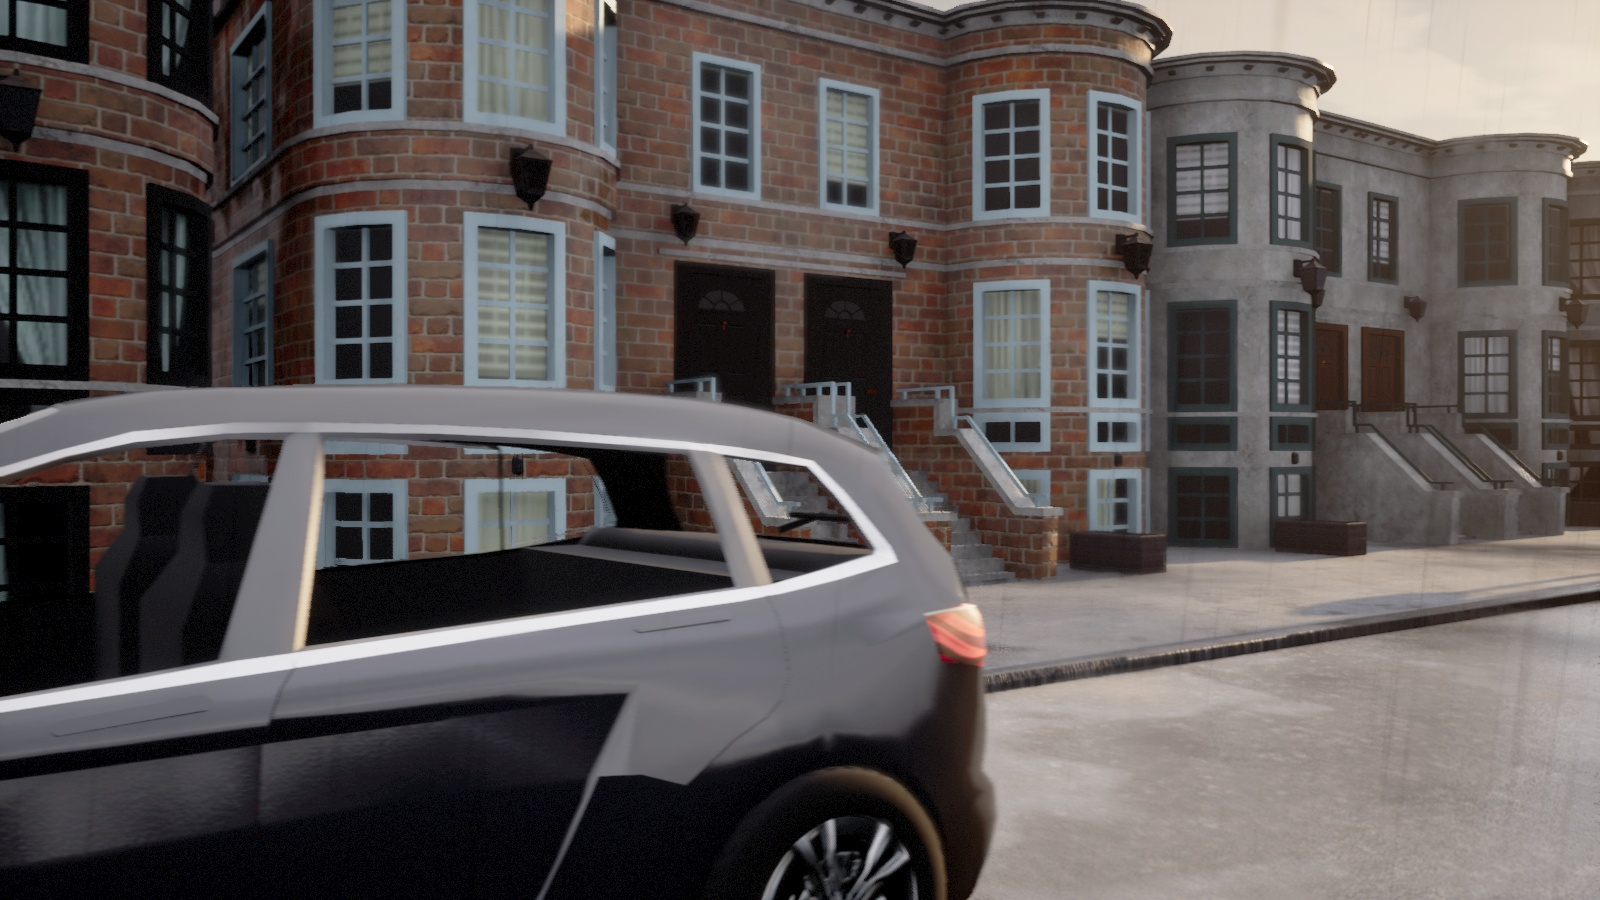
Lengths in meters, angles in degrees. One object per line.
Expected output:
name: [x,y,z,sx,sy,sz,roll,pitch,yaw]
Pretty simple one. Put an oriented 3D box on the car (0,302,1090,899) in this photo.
car: [-1.739,0.600,3.057,4.611,1.667,2.242,0,0,-35]
